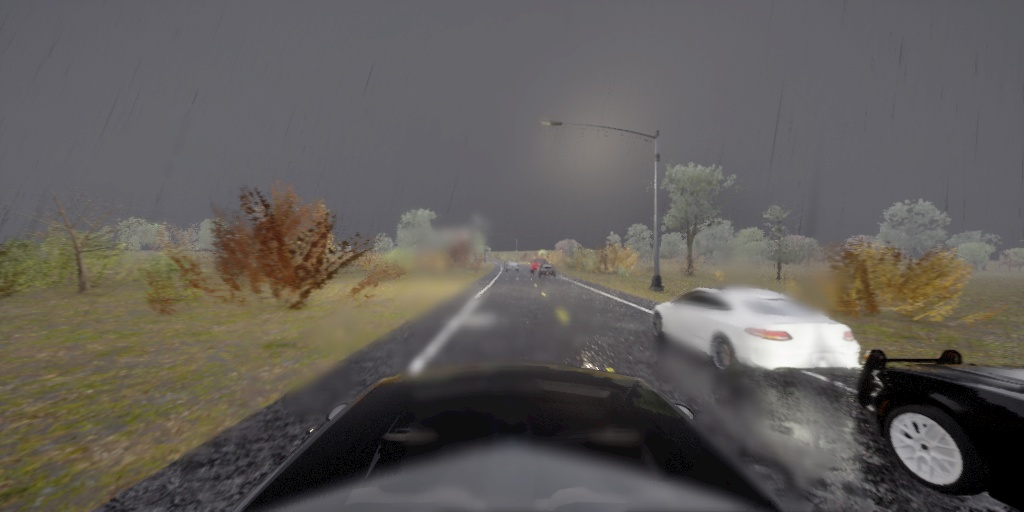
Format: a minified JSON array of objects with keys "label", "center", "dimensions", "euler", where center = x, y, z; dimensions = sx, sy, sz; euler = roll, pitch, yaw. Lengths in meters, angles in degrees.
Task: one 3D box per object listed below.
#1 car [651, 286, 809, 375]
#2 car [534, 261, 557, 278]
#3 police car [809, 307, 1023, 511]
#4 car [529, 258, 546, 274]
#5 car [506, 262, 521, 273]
[{"label":"car","center":[4.563,1.356,7.549],"dimensions":[1.812,1.442,4.674],"euler":[0,0,0]},{"label":"car","center":[3.735,1.548,39.017],"dimensions":[1.837,1.490,4.892],"euler":[0,-1,0]},{"label":"police car","center":[4.535,1.209,1.659],"dimensions":[1.930,1.638,5.238],"euler":[0,0,0]},{"label":"car","center":[3.654,1.326,49.223],"dimensions":[2.150,2.045,5.566],"euler":[0,0,-1]},{"label":"car","center":[0.096,1.618,51.954],"dimensions":[1.812,1.442,4.674],"euler":[0,0,-1]}]
